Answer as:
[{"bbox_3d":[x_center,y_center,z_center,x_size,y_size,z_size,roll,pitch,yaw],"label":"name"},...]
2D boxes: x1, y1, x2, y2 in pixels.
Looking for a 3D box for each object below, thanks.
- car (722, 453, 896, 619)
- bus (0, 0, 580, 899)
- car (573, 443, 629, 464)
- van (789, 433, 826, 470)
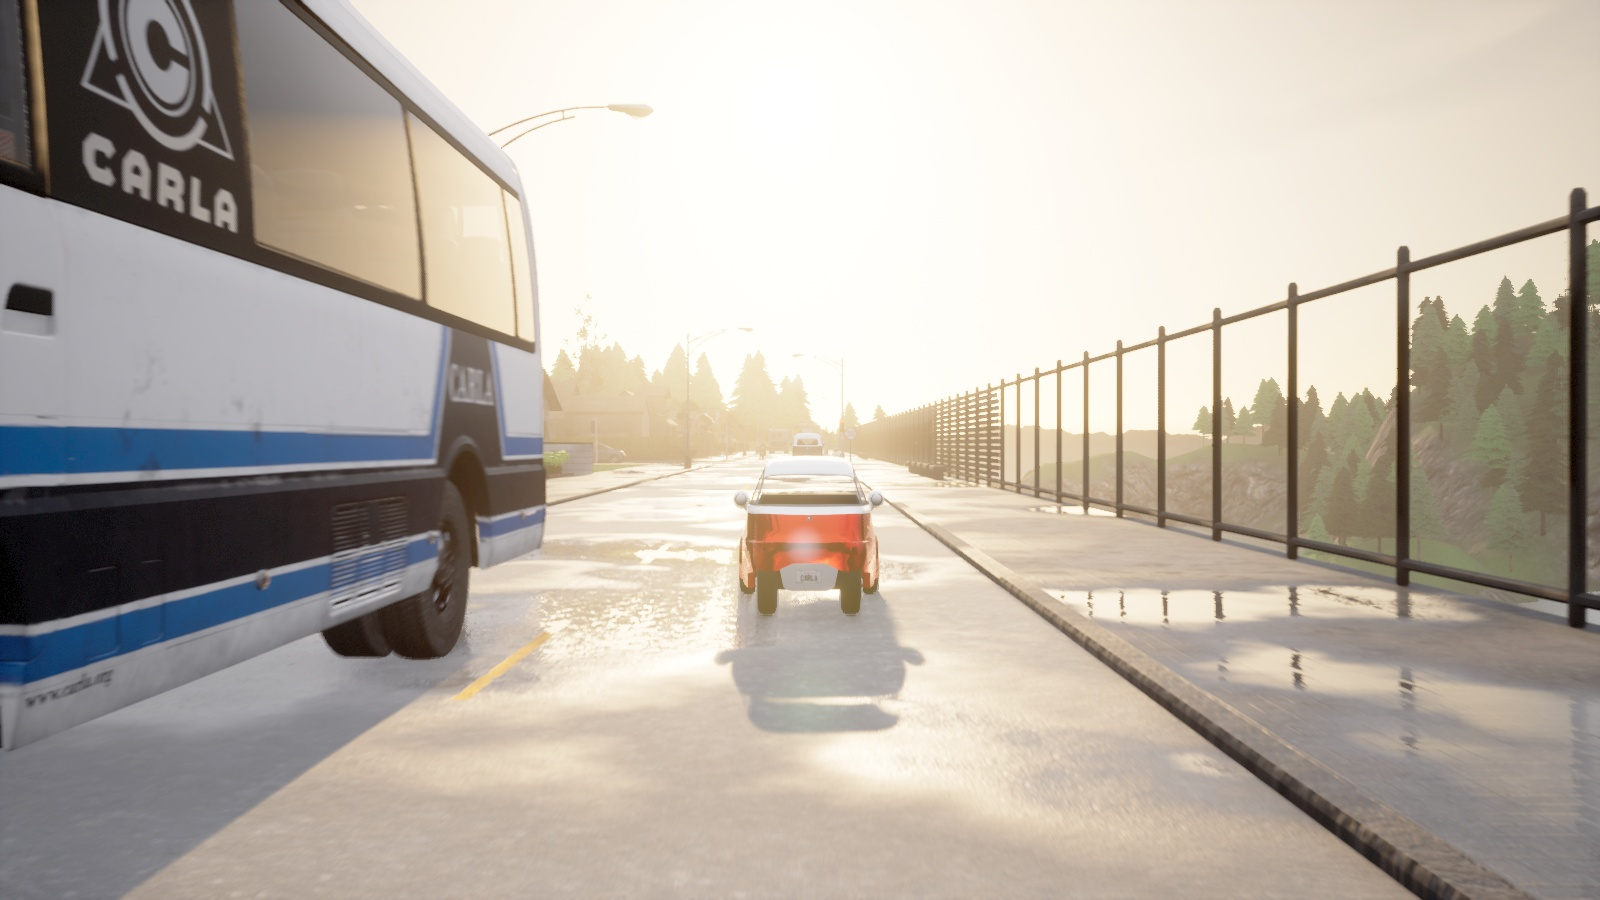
[{"bbox_3d":[0.082,0.735,11.778,1.481,1.376,2.207,0,1,0],"label":"car"},{"bbox_3d":[-3.949,-0.667,5.986,3.944,4.253,10.273,0,0,0],"label":"bus"},{"bbox_3d":[-14.111,0.247,89.125,3.633,1.501,1.845,0,0,1],"label":"car"},{"bbox_3d":[0.420,0.070,70.990,2.069,2.038,4.480,0,0,0],"label":"van"}]
